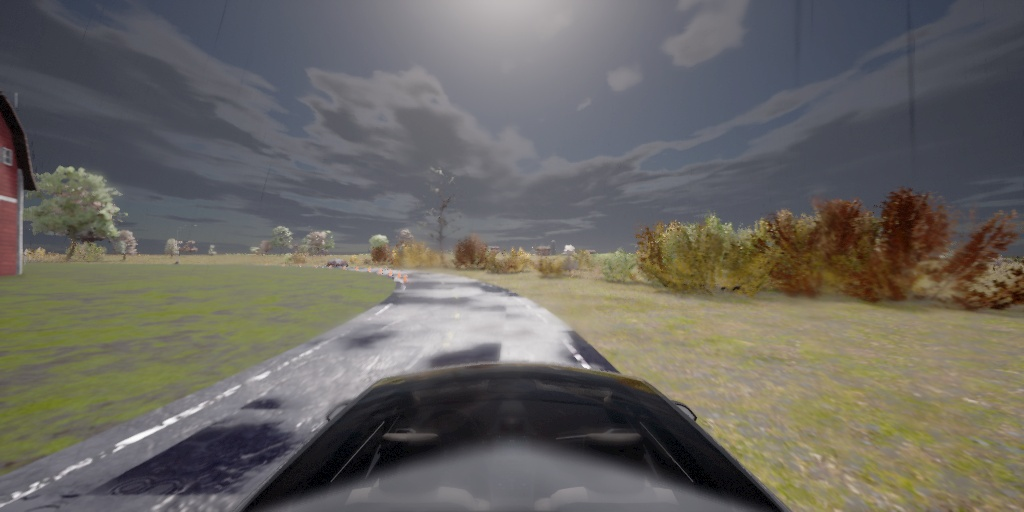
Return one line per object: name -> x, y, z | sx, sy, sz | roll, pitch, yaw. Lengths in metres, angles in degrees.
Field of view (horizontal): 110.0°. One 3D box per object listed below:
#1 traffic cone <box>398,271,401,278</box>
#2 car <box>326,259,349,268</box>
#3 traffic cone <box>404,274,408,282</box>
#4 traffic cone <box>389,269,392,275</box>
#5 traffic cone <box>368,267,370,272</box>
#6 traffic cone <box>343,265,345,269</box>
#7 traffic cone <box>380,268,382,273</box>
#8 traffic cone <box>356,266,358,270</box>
traffic cone -> -10.154, 1.674, 32.293 | 0.340, 0.580, 0.340 | 0, 0, -25
car -> -28.037, 1.138, 57.596 | 4.674, 1.442, 1.812 | 0, -1, 37
traffic cone -> -8.254, 1.683, 27.866 | 0.340, 0.580, 0.340 | 0, 0, -21
traffic cone -> -12.374, 1.662, 36.568 | 0.340, 0.580, 0.340 | 0, 0, -30
traffic cone -> -17.723, 1.629, 44.575 | 0.340, 0.580, 0.340 | 0, 0, -38
traffic cone -> -24.187, 1.582, 51.711 | 0.340, 0.580, 0.340 | 0, 0, 44
traffic cone -> -14.901, 1.647, 40.670 | 0.340, 0.580, 0.340 | 0, 0, -34
traffic cone -> -20.824, 1.607, 48.261 | 0.340, 0.580, 0.340 | 0, 0, -42
